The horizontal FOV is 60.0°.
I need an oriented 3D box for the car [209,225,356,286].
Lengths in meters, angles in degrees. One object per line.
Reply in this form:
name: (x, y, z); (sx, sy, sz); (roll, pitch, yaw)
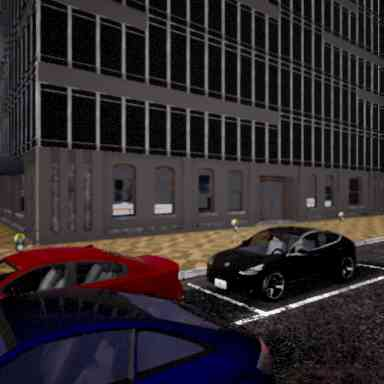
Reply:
car: (2.372, 1.552, 8.271); (4.313, 1.339, 1.947); (0, 0, -36)

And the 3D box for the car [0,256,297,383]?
car: (-1.276, 1.563, 2.470); (4.181, 1.385, 1.994); (0, 0, -36)

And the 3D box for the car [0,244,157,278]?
car: (-2.254, 1.543, 4.954); (4.507, 1.381, 1.887); (0, 0, -36)
